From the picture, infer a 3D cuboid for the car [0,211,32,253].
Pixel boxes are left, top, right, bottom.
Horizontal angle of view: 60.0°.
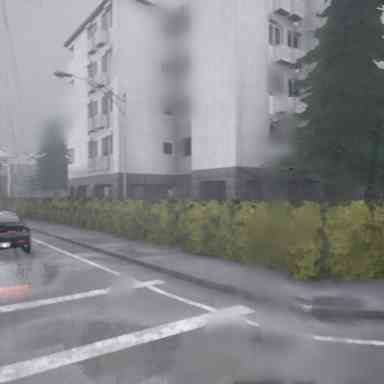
[{"bbox_3d":[-7.521,1.516,12.779,1.837,1.490,4.892,0,-1,-37],"label":"car"}]
